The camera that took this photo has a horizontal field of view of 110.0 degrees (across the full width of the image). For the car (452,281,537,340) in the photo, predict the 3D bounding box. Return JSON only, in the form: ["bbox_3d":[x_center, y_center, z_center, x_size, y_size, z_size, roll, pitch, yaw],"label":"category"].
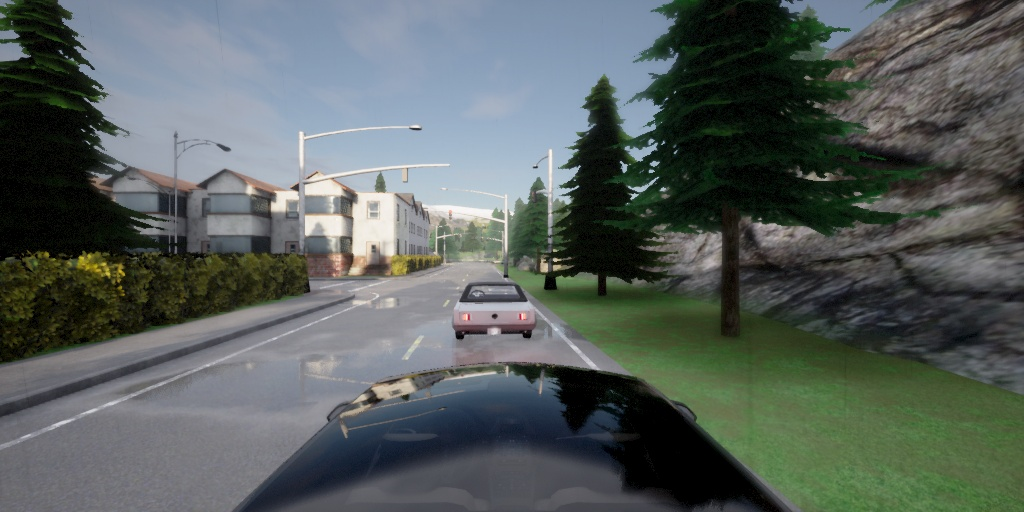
[{"bbox_3d":[-0.539,1.351,10.019,1.895,1.301,4.718,0,0,-4],"label":"car"}]
